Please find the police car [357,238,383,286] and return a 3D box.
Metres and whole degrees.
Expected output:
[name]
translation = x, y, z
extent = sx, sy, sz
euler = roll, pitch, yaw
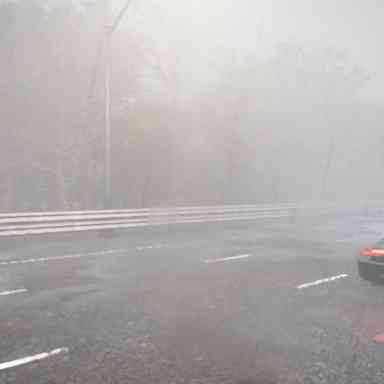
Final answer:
[police car]
translation = 6.130, 1.485, 8.384
extent = 4.974, 1.542, 2.038
euler = 0, -1, -41
